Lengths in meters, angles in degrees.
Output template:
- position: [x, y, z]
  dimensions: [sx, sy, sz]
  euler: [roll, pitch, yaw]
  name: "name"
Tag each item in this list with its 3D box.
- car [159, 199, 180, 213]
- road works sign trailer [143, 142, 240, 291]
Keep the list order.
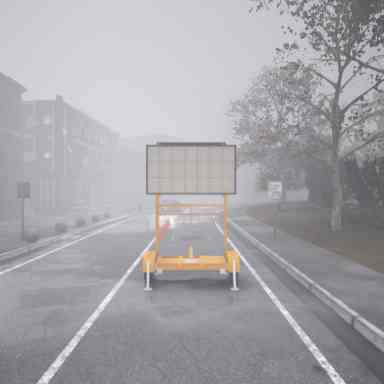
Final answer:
- position: [-2.548, 1.501, 37.113]
  dimensions: [2.128, 1.511, 4.902]
  euler: [0, 0, 6]
  name: "car"
- position: [-0.021, 0.466, 9.013]
  dimensions: [2.380, 3.560, 2.880]
  euler: [0, 0, 0]
  name: "road works sign trailer"
